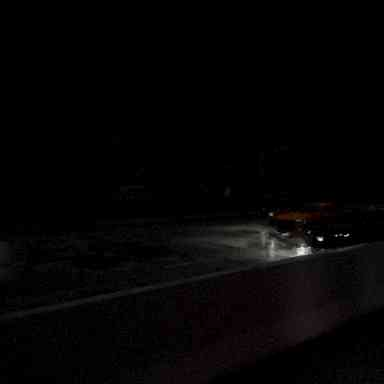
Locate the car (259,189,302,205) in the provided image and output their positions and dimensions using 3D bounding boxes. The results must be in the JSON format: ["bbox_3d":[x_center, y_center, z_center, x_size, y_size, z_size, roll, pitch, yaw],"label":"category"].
[{"bbox_3d":[12.096,0.703,45.915,2.150,2.045,5.566,-1,1,-39],"label":"car"}]

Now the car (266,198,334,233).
[{"bbox_3d":[6.359,1.283,17.025,5.008,1.535,1.882,-1,0,-35],"label":"car"}]

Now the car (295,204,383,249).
[{"bbox_3d":[6.366,1.349,12.756,4.892,1.490,1.837,-1,0,-35],"label":"car"}]

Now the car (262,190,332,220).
[{"bbox_3d":[7.080,0.978,21.803,5.566,2.045,2.150,-1,0,-35],"label":"car"}]

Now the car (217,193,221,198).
[{"bbox_3d":[5.435,0.870,70.323,1.994,1.385,4.181,-1,1,-6],"label":"car"}]

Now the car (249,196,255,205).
[{"bbox_3d":[9.244,1.012,43.978,1.882,1.535,5.008,-1,1,-35],"label":"car"}]
